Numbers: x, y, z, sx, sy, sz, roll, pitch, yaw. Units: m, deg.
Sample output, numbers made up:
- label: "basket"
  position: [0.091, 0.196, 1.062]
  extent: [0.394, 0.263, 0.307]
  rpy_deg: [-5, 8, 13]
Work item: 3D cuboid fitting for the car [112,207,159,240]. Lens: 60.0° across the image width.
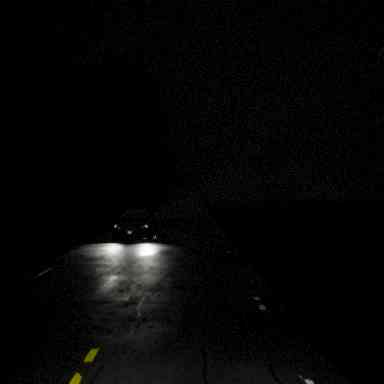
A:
- label: "car"
  position: [-2.782, 1.533, 17.128]
  extent: [1.812, 1.442, 4.674]
  rpy_deg: [0, 0, 0]
